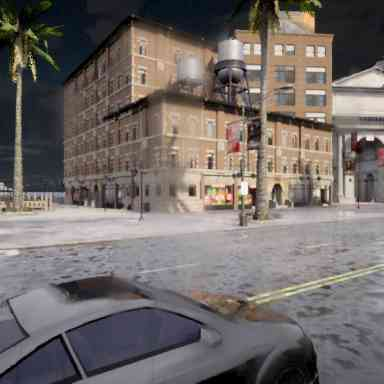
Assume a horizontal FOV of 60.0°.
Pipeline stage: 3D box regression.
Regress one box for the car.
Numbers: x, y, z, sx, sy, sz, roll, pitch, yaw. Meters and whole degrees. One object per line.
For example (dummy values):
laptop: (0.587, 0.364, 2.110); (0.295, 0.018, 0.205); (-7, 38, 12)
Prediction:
car: (-0.683, 1.563, 3.169); (4.181, 1.385, 1.994); (0, 0, -36)
